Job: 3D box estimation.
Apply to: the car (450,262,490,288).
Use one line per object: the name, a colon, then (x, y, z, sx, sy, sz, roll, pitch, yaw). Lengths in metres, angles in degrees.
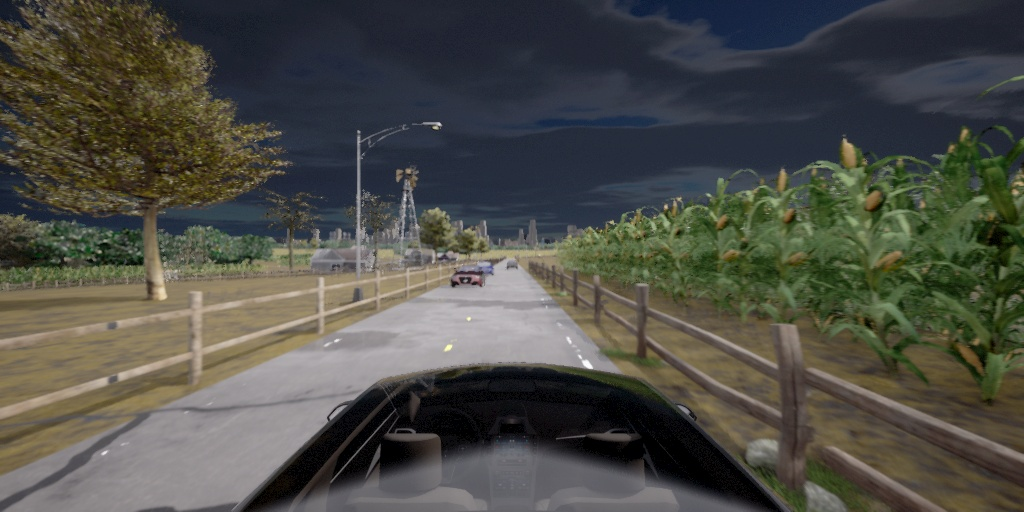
car: (-2.762, 1.299, 23.435, 1.994, 1.385, 4.181, 0, 0, 1)

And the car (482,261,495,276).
car: (-2.764, 1.276, 36.616, 1.812, 1.442, 4.674, 0, 0, 1)

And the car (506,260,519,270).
car: (0.036, 1.392, 56.484, 2.033, 1.411, 5.357, 0, 0, 0)
